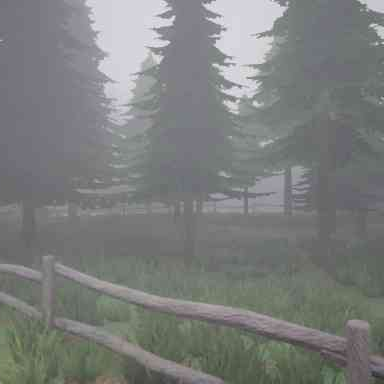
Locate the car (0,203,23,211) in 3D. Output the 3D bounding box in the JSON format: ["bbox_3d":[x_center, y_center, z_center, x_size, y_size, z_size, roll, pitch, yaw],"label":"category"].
[{"bbox_3d":[-12.922,1.532,26.464,1.837,1.490,4.892,-2,-2,41],"label":"car"}]
